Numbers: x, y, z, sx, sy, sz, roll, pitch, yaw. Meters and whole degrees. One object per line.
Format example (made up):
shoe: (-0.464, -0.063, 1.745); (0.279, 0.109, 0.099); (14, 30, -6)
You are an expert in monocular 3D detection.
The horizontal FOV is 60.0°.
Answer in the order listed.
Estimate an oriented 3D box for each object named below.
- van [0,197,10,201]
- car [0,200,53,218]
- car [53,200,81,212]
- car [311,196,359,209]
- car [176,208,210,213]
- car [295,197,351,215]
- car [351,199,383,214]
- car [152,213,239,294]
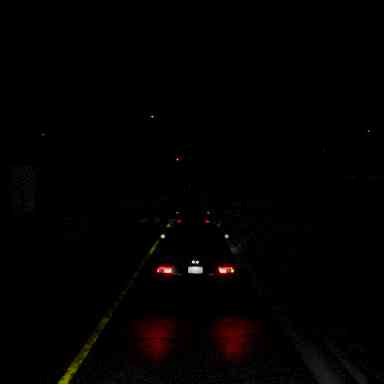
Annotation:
van: (-21.064, 1.450, 38.775); (3.998, 1.788, 1.690); (-1, 1, 0)
car: (-15.366, 1.722, 30.260); (4.206, 1.307, 1.802); (-1, 1, 0)
car: (-15.552, 1.579, 38.783); (4.829, 1.417, 1.752); (-1, 1, 0)
car: (16.629, 1.228, 38.805); (4.829, 1.417, 1.752); (-1, 1, 0)
car: (0.050, 1.547, 18.119); (1.994, 1.385, 4.181); (0, 0, 0)
car: (11.602, 1.414, 30.277); (4.313, 1.339, 1.947); (-1, 1, 0)
car: (16.981, 1.338, 30.281); (4.403, 1.369, 2.008); (-1, 1, 0)
car: (0.075, 1.541, 8.893); (2.033, 1.411, 5.357); (0, 0, 0)
